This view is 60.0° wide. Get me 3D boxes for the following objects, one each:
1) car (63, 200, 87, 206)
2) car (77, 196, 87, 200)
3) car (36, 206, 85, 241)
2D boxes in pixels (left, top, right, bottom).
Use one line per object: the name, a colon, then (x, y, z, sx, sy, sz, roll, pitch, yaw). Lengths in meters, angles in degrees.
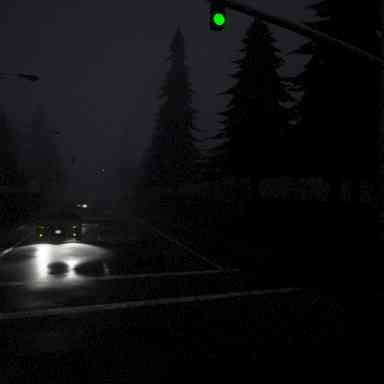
car: (-9.726, 1.626, 26.928, 2.033, 1.411, 5.357, 1, 0, -17)
car: (-20.968, 1.593, 63.423, 2.128, 1.511, 4.902, 1, 0, -17)
car: (-6.670, 1.636, 17.012, 1.994, 1.385, 4.181, 1, 0, -17)
